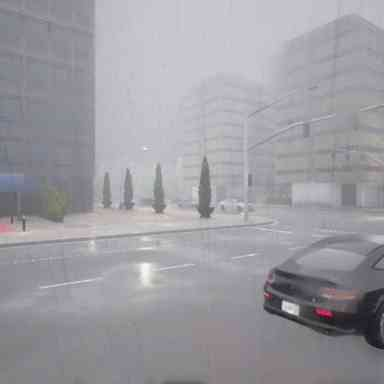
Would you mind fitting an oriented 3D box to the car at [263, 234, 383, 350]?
[{"bbox_3d":[3.323,1.526,6.189,4.674,1.442,1.812,0,0,-35],"label":"car"}]

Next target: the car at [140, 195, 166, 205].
[{"bbox_3d":[-6.262,1.351,55.700,2.097,1.767,4.553,0,0,-36],"label":"car"}]

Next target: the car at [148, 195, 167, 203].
[{"bbox_3d":[-7.344,1.503,69.697,1.837,1.490,4.892,0,0,-35],"label":"car"}]

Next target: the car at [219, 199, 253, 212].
[{"bbox_3d":[5.132,1.526,39.432,1.812,1.442,4.674,0,0,-35],"label":"car"}]

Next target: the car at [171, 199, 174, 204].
[{"bbox_3d":[-2.060,1.526,62.221,1.812,1.442,4.674,0,0,-35],"label":"car"}]

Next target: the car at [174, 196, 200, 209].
[{"bbox_3d":[-0.081,1.600,46.866,1.895,1.301,4.718,0,0,-35],"label":"car"}]
